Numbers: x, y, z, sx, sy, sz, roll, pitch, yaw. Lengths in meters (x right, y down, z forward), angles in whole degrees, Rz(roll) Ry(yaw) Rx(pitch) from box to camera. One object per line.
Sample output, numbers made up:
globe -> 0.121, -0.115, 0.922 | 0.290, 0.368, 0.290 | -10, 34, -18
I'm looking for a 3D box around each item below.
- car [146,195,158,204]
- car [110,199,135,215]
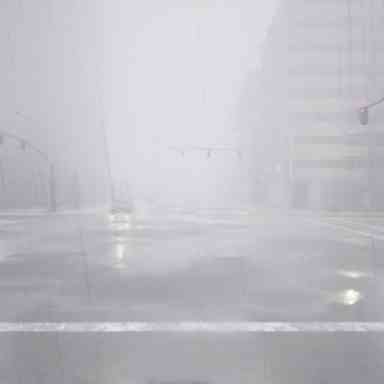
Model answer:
car -> -7.053, 1.301, 58.969 | 1.837, 1.490, 4.892 | 0, 0, 0
car -> -7.030, 1.497, 34.136 | 1.837, 1.490, 4.892 | 0, 0, 0
